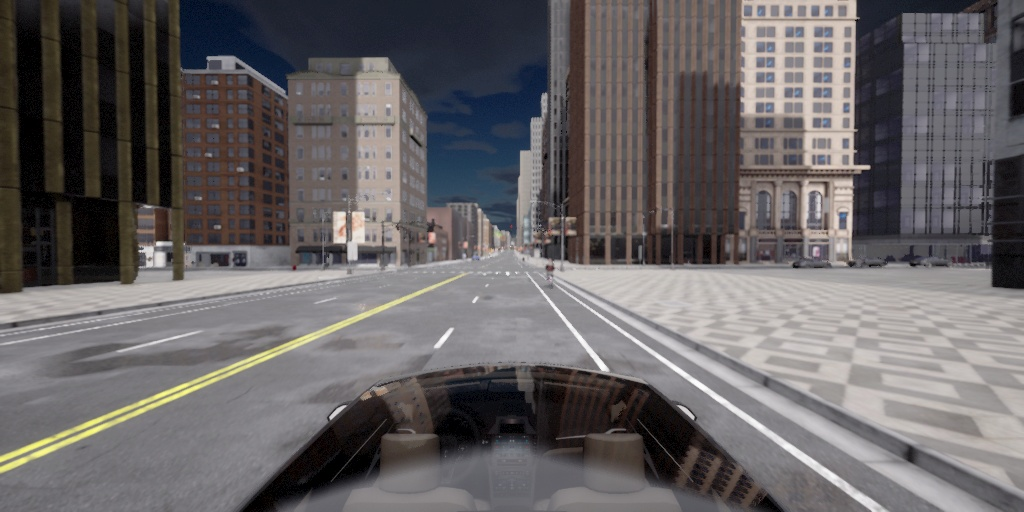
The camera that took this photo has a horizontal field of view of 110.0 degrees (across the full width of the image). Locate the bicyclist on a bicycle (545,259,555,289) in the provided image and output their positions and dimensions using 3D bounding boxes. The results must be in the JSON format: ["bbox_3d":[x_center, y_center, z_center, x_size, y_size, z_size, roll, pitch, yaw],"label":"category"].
[{"bbox_3d":[2.248,1.045,21.415,0.659,1.776,1.843,0,0,0],"label":"bicyclist on a bicycle"}]

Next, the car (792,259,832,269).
[{"bbox_3d":[38.607,1.025,46.174,4.181,1.385,1.994,0,1,0],"label":"car"}]
